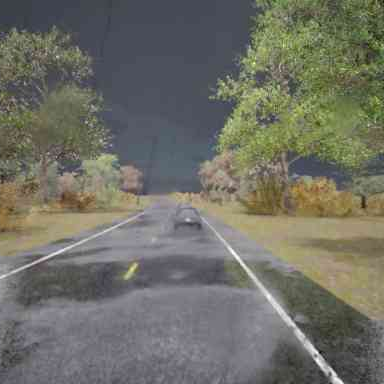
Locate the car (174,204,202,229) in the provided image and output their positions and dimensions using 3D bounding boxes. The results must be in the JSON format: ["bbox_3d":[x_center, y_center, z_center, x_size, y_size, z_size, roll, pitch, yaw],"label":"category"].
[{"bbox_3d":[-0.312,1.843,24.200,1.994,1.385,4.181,0,-1,-1],"label":"car"}]
